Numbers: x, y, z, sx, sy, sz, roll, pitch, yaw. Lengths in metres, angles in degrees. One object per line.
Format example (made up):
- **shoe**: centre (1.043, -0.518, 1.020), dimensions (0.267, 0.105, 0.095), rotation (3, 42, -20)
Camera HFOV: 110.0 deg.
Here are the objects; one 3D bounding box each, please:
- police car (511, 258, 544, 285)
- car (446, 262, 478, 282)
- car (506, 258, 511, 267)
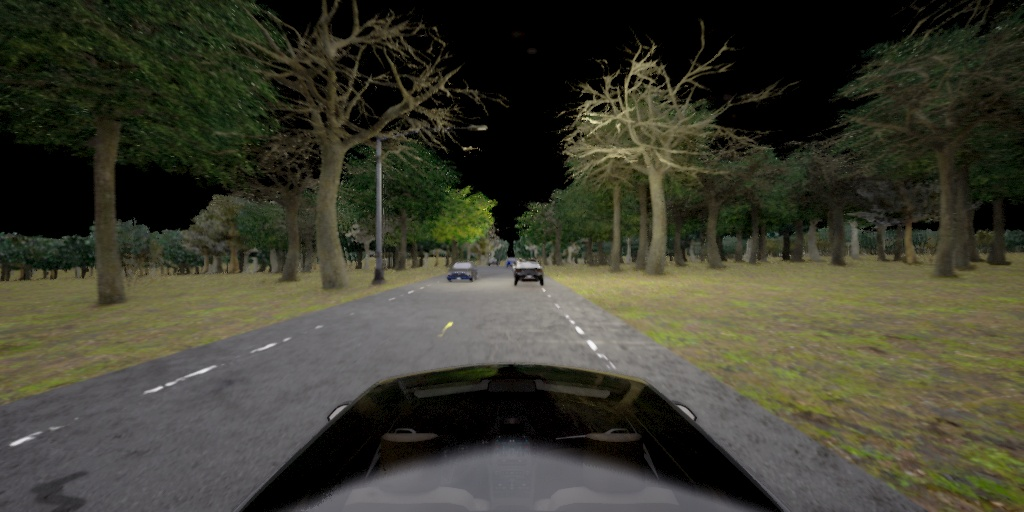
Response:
- **police car**: centre (1.051, 1.027, 24.179), dimensions (1.930, 1.638, 5.238), rotation (0, 0, 0)
- **car**: centre (-3.589, 1.141, 26.887), dimensions (2.033, 1.411, 5.357), rotation (0, 0, 0)
- **car**: centre (0.015, 1.104, 61.597), dimensions (1.882, 1.535, 5.008), rotation (0, 0, 0)
